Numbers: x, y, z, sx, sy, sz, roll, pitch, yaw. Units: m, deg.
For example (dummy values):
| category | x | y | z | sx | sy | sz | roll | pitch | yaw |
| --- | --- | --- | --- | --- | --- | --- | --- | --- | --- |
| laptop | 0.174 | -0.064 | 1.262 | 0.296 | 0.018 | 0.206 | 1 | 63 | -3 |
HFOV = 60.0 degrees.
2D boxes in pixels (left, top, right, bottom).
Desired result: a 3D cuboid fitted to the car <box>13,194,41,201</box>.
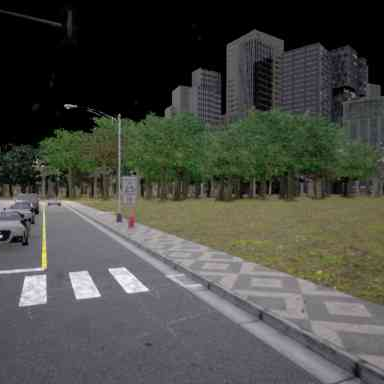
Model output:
| category | x | y | z | sx | sy | sz | roll | pitch | yaw |
| --- | --- | --- | --- | --- | --- | --- | --- | --- | --- |
| car | -16.608 | 1.185 | 33.560 | 2.150 | 2.045 | 5.566 | 0 | 0 | -24 |

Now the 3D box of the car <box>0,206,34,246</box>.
| category | x | y | z | sx | sy | sz | roll | pitch | yaw |
| --- | --- | --- | --- | --- | --- | --- | --- | --- | --- |
| car | -8.278 | 1.548 | 14.695 | 1.994 | 1.385 | 4.181 | 0 | 0 | -24 |

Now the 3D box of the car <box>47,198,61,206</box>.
| category | x | y | z | sx | sy | sz | roll | pitch | yaw |
| --- | --- | --- | --- | --- | --- | --- | --- | --- | --- |
| car | -21.603 | 1.538 | 52.031 | 1.895 | 1.301 | 4.718 | 0 | 0 | -24 |

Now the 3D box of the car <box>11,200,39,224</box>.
| category | x | y | z | sx | sy | sz | roll | pitch | yaw |
| --- | --- | --- | --- | --- | --- | --- | --- | --- | --- |
| car | -12.295 | 1.539 | 23.761 | 1.994 | 1.385 | 4.181 | 0 | 0 | -24 |
